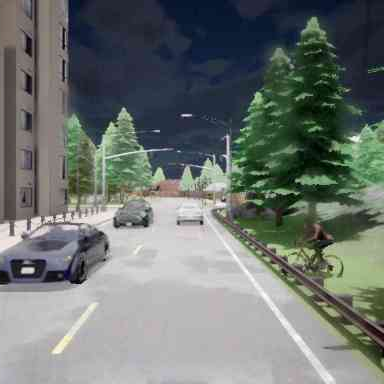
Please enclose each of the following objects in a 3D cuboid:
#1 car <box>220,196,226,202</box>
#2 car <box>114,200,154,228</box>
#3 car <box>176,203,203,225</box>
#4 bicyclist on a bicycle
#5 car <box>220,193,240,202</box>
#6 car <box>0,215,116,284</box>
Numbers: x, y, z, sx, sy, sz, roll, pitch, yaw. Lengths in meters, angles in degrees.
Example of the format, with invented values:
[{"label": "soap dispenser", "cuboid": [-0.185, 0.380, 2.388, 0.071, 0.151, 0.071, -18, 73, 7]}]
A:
[{"label": "car", "cuboid": [8.130, 1.144, 65.493, 4.605, 1.855, 1.932, 0, 0, -1]}, {"label": "car", "cuboid": [-3.776, 1.352, 22.148, 2.097, 1.767, 4.553, 0, 0, 0]}, {"label": "car", "cuboid": [-0.155, 1.526, 24.257, 1.812, 1.442, 4.674, 0, 0, -1]}, {"label": "bicyclist on a bicycle", "cuboid": [3.171, 1.491, 8.677, 1.656, 1.620, 0.582, 3, 1, -1]}, {"label": "car", "cuboid": [7.687, 1.146, 67.998, 3.866, 1.878, 1.905, 0, 0, -1]}, {"label": "car", "cuboid": [-3.684, 1.564, 9.420, 1.994, 1.385, 4.181, 0, 0, -1]}]
